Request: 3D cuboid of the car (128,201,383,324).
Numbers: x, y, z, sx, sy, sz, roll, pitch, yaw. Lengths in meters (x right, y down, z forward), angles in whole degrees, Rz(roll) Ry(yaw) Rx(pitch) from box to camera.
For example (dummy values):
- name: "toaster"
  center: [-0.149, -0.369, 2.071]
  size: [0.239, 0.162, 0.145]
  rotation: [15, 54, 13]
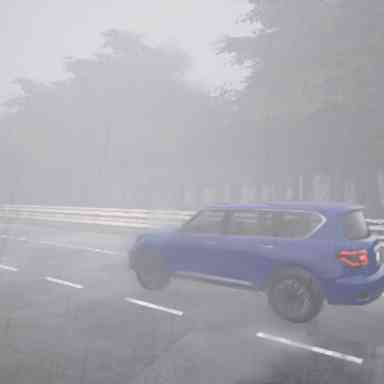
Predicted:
- name: "car"
  center: [1.076, 1.226, 7.402]
  size: [5.566, 2.045, 2.150]
  rotation: [0, 0, 36]
